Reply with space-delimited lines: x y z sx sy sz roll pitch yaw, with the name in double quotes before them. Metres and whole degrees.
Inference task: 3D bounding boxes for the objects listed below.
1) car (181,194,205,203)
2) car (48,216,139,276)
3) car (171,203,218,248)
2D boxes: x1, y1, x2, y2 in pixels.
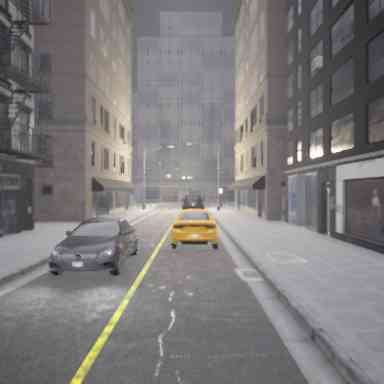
"car" 0.107 1.257 32.919 2.150 2.045 5.566 0 0 0
"car" -2.849 1.546 10.603 1.812 1.442 4.674 0 0 0
"car" 0.101 1.504 15.062 1.882 1.535 5.008 0 0 0
